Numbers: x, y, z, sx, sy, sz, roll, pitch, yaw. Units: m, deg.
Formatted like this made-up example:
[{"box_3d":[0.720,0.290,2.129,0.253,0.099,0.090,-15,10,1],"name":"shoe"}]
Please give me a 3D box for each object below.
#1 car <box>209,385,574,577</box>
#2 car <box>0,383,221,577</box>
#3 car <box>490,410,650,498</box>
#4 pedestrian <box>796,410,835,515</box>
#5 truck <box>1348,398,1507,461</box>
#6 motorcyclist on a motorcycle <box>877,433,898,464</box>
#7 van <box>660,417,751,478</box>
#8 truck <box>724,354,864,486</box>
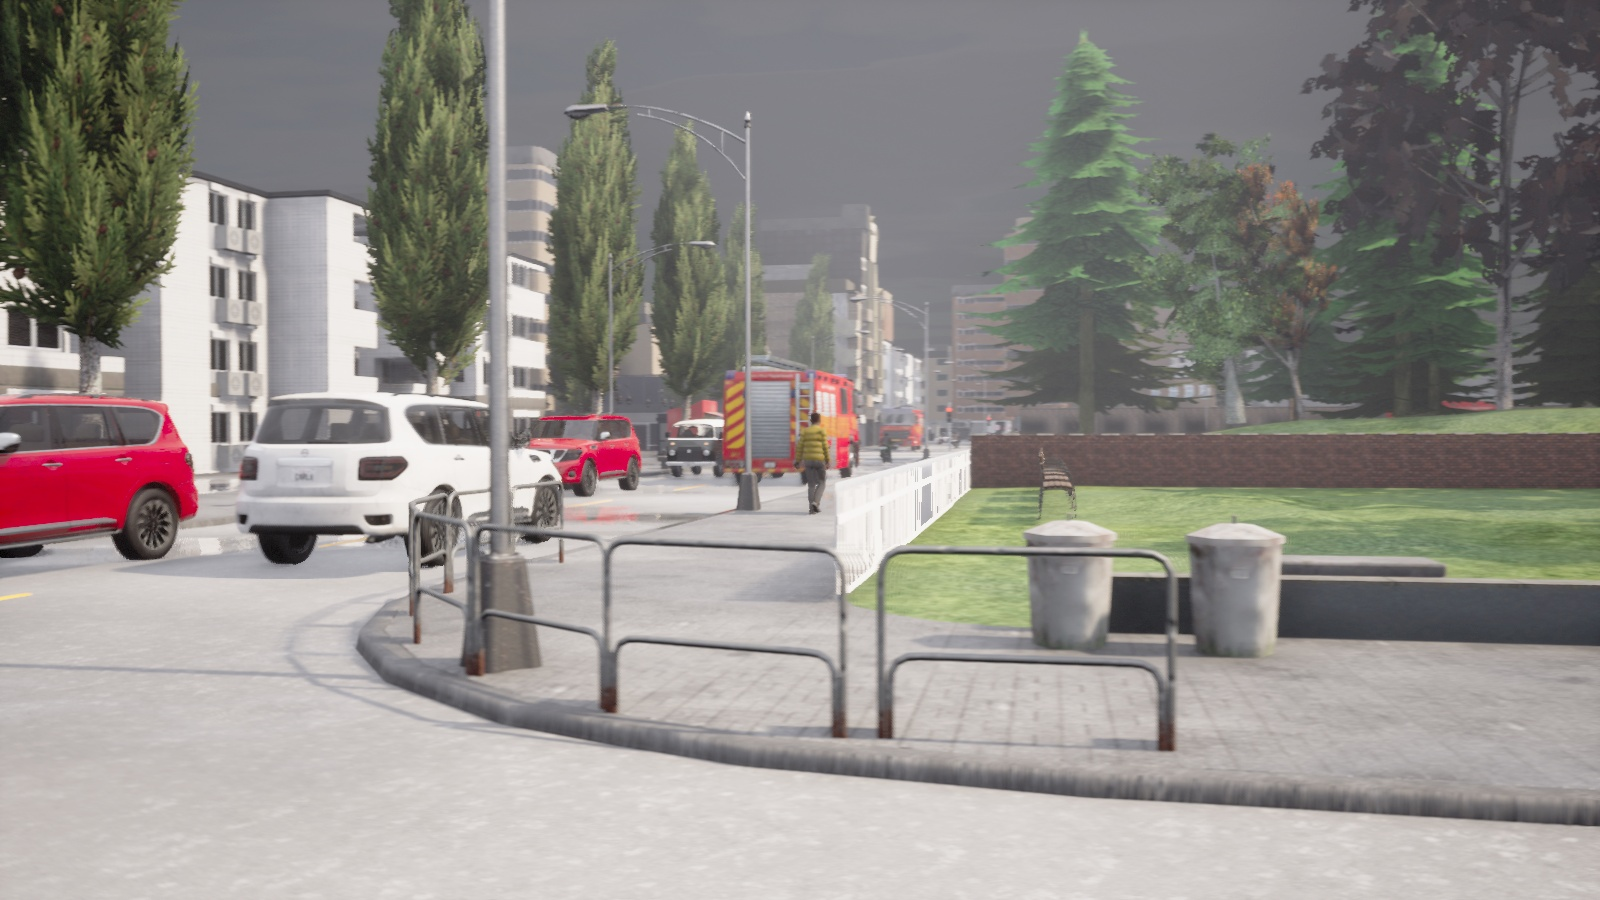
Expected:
[{"box_3d":[-4.938,0.286,16.338,2.150,2.045,5.566,0,1,10],"name":"car"},{"box_3d":[-9.316,0.297,14.257,2.150,2.045,5.566,0,1,10],"name":"car"},{"box_3d":[-5.757,0.050,32.285,2.150,2.045,5.566,0,1,11],"name":"car"},{"box_3d":[0.273,0.212,22.392,0.431,1.840,0.709,1,1,25],"name":"pedestrian"},{"box_3d":[39.515,-1.316,79.387,8.468,3.827,2.891,0,1,11],"name":"truck"},{"box_3d":[4.390,-0.085,62.734,0.797,1.523,2.044,0,1,12],"name":"motorcyclist on a motorcycle"},{"box_3d":[-3.287,-0.114,44.642,2.069,2.038,4.480,0,1,11],"name":"van"},{"box_3d":[0.016,-0.931,40.726,2.891,3.827,8.468,0,1,11],"name":"truck"}]
